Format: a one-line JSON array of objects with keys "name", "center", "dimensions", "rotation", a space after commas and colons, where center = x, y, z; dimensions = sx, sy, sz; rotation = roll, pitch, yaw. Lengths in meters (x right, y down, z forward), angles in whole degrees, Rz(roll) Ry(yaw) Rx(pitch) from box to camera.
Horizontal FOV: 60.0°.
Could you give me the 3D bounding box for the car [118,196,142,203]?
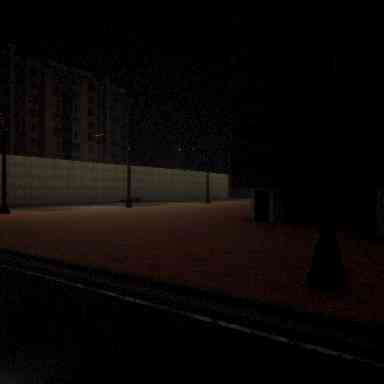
[{"name": "car", "center": [-12.456, 1.585, 67.370], "dimensions": [2.033, 1.411, 5.357], "rotation": [0, 0, 36]}]
